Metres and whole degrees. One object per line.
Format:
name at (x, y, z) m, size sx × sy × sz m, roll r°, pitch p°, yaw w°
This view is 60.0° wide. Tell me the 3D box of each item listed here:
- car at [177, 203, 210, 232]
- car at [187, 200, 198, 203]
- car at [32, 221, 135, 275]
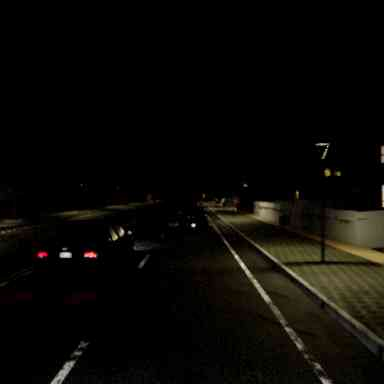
car at (0.092, 1.709, 21.852) m, size 1.837 × 1.490 × 4.892 m, roll 0°, pitch -1°, yaw 0°
car at (0.083, 1.949, 46.812) m, size 1.837 × 1.490 × 4.892 m, roll 0°, pitch -1°, yaw 0°
car at (-3.153, 1.647, 10.811) m, size 2.033 × 1.411 × 5.357 m, roll 0°, pitch -1°, yaw 0°
